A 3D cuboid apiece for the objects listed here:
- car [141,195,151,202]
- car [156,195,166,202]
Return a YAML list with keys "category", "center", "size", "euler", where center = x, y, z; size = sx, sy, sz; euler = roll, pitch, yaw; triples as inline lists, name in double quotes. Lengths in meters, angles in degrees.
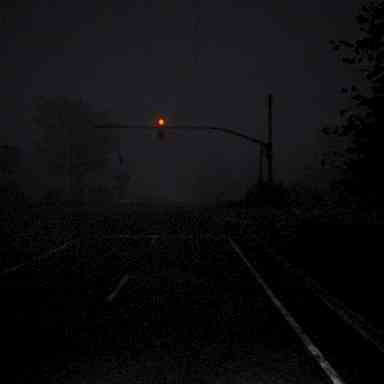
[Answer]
- category: "car"
  center: [-10.452, 1.485, 75.760]
  size: [1.882, 1.535, 5.008]
  euler: [0, -2, 0]
- category: "car"
  center: [-6.952, 1.507, 75.757]
  size: [1.837, 1.490, 4.892]
  euler: [0, -2, 0]
